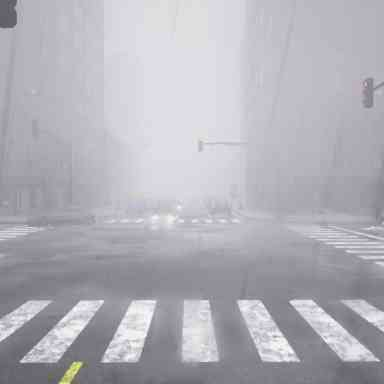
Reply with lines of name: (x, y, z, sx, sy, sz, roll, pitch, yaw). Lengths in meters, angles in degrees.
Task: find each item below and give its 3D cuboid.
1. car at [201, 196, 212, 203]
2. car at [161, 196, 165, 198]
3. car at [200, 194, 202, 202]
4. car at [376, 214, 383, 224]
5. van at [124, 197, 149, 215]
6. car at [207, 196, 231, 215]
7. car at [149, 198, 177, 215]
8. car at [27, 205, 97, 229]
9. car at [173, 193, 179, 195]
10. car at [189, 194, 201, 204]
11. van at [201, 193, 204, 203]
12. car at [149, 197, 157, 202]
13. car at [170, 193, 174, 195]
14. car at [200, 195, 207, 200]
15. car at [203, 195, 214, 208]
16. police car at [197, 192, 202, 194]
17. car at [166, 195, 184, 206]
car: (2.979, 1.551, 67.431, 2.008, 1.369, 4.403, 0, 0, 0)
car: (-5.626, 1.584, 50.458, 1.802, 1.307, 4.206, 0, 0, 0)
car: (2.953, 1.527, 61.931, 1.752, 1.417, 4.829, 0, 0, 0)
car: (14.598, 1.563, 20.752, 5.357, 1.411, 2.033, 0, 0, 0)
van: (-5.706, 1.343, 33.453, 1.690, 1.788, 3.998, 0, 0, 0)
car: (2.820, 1.442, 33.416, 1.967, 1.590, 4.097, 0, 0, 0)
car: (-2.942, 1.602, 34.680, 1.895, 1.301, 4.718, 0, 0, 0)
car: (-8.262, 1.555, 21.355, 4.181, 1.385, 1.994, 0, 0, -25)
car: (-5.440, 1.306, 90.136, 2.192, 1.841, 5.009, 0, 0, 0)
car: (0.296, 1.526, 63.821, 1.812, 1.442, 4.674, 0, 0, 0)
van: (2.926, 1.343, 56.092, 1.690, 1.788, 3.998, 0, 0, 0)
car: (-5.680, 1.442, 39.122, 1.967, 1.590, 4.097, 0, 0, 0)
car: (-5.520, 1.543, 73.130, 1.887, 1.381, 4.507, 0, 0, 0)
car: (3.086, 1.557, 90.108, 1.947, 1.339, 4.313, 0, 0, 0)
car: (2.873, 1.443, 44.754, 1.967, 1.590, 4.097, 0, 0, 0)
police car: (2.735, 1.420, 79.522, 1.930, 1.638, 5.238, 0, 0, 0)
car: (-2.835, 1.603, 55.513, 1.895, 1.301, 4.718, 0, 0, 0)
